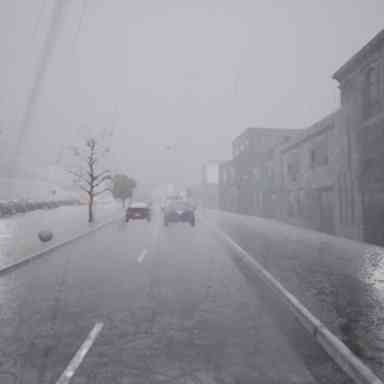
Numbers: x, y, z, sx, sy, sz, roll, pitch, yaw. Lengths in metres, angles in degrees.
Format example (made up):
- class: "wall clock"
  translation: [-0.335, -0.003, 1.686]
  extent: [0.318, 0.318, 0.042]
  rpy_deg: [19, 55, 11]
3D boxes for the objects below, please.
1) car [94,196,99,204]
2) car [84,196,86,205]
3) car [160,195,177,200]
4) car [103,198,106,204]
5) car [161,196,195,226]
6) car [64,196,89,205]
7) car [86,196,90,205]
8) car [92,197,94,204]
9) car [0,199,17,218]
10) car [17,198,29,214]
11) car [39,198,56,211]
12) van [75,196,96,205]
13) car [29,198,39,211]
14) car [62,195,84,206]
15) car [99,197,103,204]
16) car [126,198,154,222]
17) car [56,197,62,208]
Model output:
- class: "car"
  translation: [-24.137, 1.783, 73.275]
  extent: [5.566, 2.045, 2.435]
  rpy_deg: [0, -2, -28]
- class: "car"
  translation: [-22.603, 1.643, 61.444]
  extent: [4.553, 1.767, 2.185]
  rpy_deg: [0, -1, -28]
- class: "car"
  translation: [-2.714, 1.369, 41.450]
  extent: [2.150, 2.045, 5.566]
  rpy_deg: [0, 0, -7]
- class: "car"
  translation: [-26.305, 2.488, 87.906]
  extent: [5.366, 1.575, 1.946]
  rpy_deg: [0, -2, -28]
- class: "car"
  translation: [-0.953, 1.407, 24.024]
  extent: [2.097, 1.767, 4.553]
  rpy_deg: [0, 0, -4]
- class: "car"
  translation: [-23.394, 1.764, 67.342]
  extent: [4.553, 1.767, 2.185]
  rpy_deg: [0, -1, -28]
- class: "car"
  translation: [-22.807, 1.823, 64.496]
  extent: [5.366, 1.575, 1.946]
  rpy_deg: [0, -1, -28]
- class: "car"
  translation: [-23.764, 1.998, 70.300]
  extent: [4.674, 1.452, 2.002]
  rpy_deg: [0, -2, -28]
- class: "car"
  translation: [-18.395, 1.497, 29.086]
  extent: [4.892, 1.521, 2.231]
  rpy_deg: [0, 0, -25]
- class: "car"
  translation: [-18.708, 1.503, 32.026]
  extent: [4.892, 1.521, 2.231]
  rpy_deg: [0, 0, -26]
- class: "car"
  translation: [-19.807, 1.535, 40.830]
  extent: [5.008, 1.535, 2.097]
  rpy_deg: [0, 0, -27]
- class: "van"
  translation: [-24.455, 1.889, 76.261]
  extent: [4.442, 1.987, 1.878]
  rpy_deg: [0, -2, -28]
- class: "car"
  translation: [-19.046, 1.512, 34.966]
  extent: [4.892, 1.521, 2.231]
  rpy_deg: [0, 0, -26]
- class: "car"
  translation: [-22.168, 1.718, 58.506]
  extent: [5.008, 1.535, 2.097]
  rpy_deg: [0, -1, -28]
- class: "car"
  translation: [-24.976, 1.949, 79.139]
  extent: [5.566, 2.045, 2.435]
  rpy_deg: [0, -2, -28]
- class: "car"
  translation: [-4.172, 1.532, 26.771]
  extent: [1.882, 1.535, 5.008]
  rpy_deg: [0, 0, -5]
- class: "car"
  translation: [-20.198, 1.551, 43.766]
  extent: [5.008, 1.535, 2.097]
  rpy_deg: [0, -1, -27]
